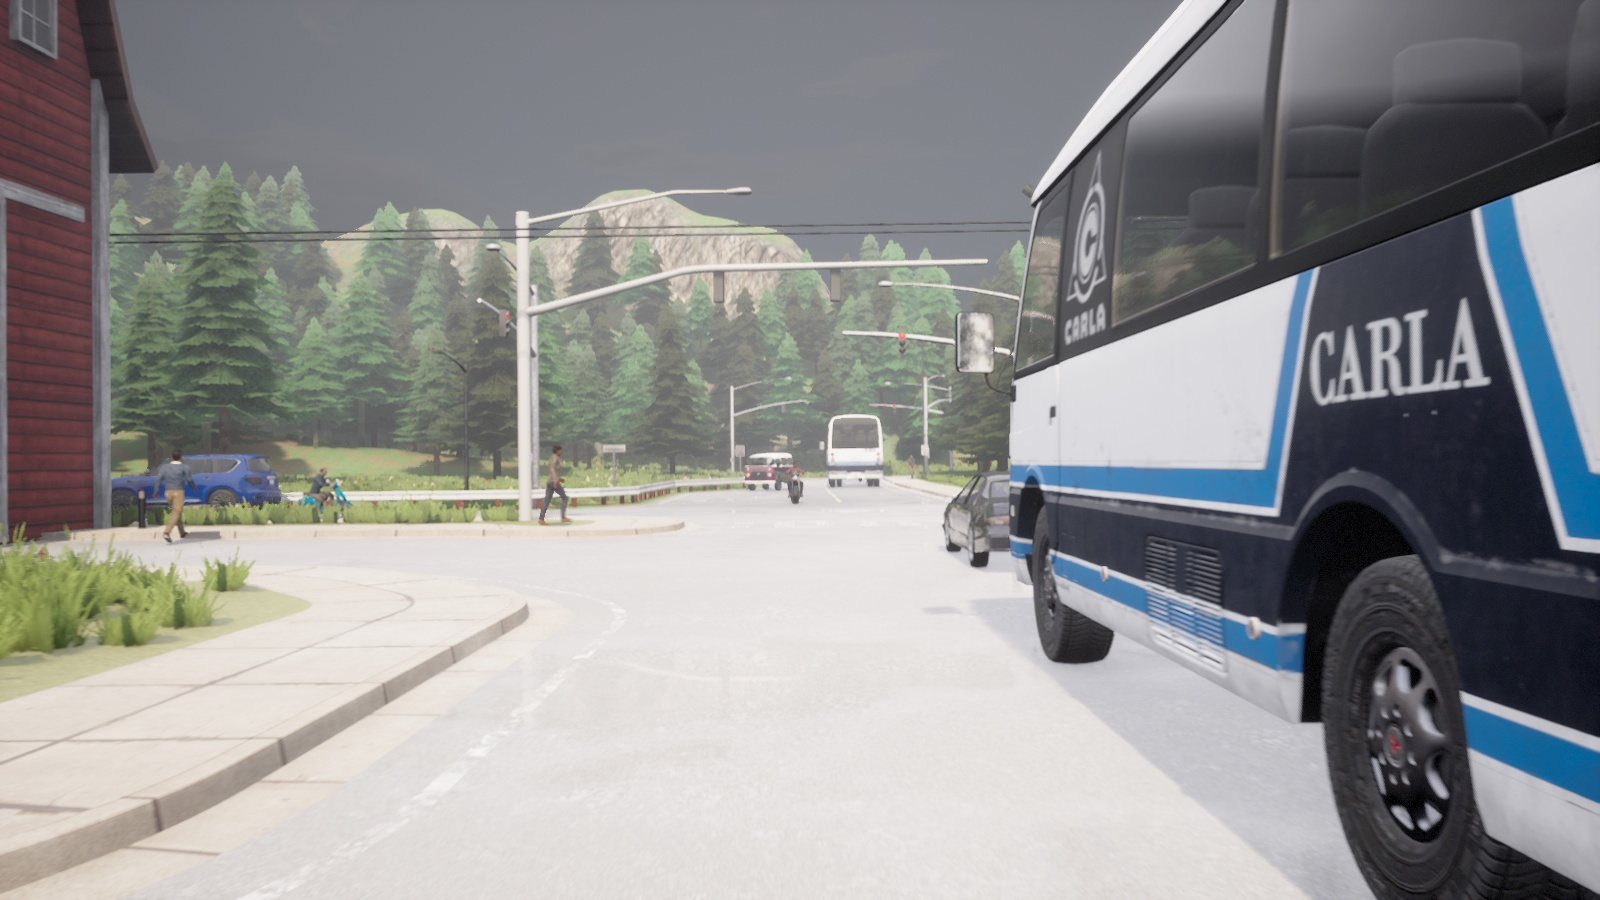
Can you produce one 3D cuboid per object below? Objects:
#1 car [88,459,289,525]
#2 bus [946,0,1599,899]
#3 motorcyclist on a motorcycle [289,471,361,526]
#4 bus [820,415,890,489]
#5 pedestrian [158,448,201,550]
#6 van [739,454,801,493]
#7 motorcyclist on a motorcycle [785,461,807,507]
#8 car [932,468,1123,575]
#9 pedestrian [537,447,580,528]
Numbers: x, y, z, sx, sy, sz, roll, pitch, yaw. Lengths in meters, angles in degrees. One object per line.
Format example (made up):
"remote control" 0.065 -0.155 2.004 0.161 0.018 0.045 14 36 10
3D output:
"car" -20.121 1.359 41.479 5.566 2.045 2.150 -1 -1 1
"bus" 3.433 -0.522 6.904 3.944 4.253 10.273 -1 -1 0
"motorcyclist on a motorcycle" -14.309 1.452 37.892 1.817 1.590 0.866 -1 -1 1
"bus" 3.293 0.153 78.549 3.944 4.253 10.273 -1 -1 1
"pedestrian" -12.072 0.947 24.446 0.423 1.949 0.788 -1 -1 1
"van" -1.607 1.251 68.681 2.069 2.038 4.480 -1 -1 16
"motorcyclist on a motorcycle" -0.170 1.250 47.048 0.766 1.649 2.350 -1 0 -1
"car" 3.415 1.022 19.982 2.033 1.411 5.357 -1 0 0
"pedestrian" -5.497 0.839 28.604 0.869 1.805 0.328 -1 -1 -32
